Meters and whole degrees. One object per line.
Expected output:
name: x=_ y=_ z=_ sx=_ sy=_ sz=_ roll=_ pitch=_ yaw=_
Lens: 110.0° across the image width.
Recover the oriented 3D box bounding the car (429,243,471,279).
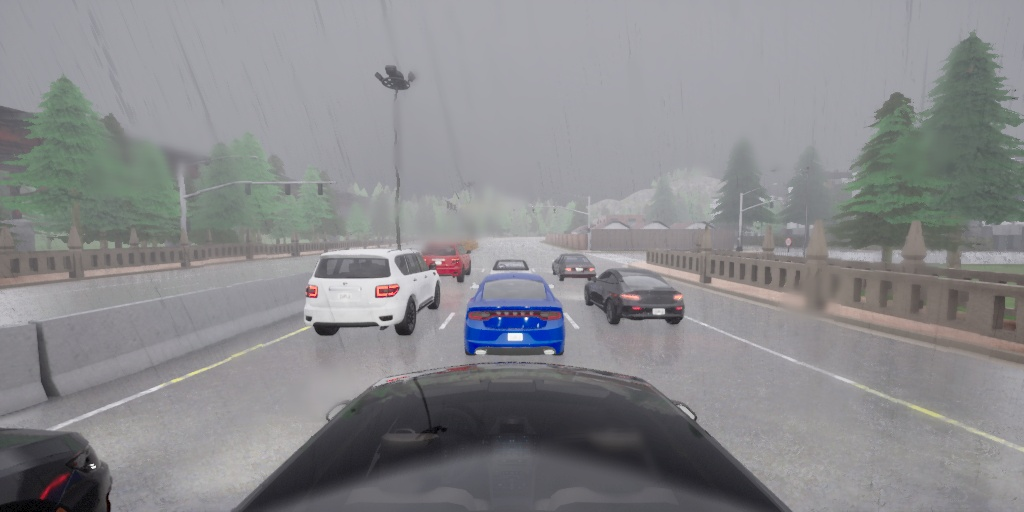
car: x=-3.593 y=0.263 z=20.041 sx=2.150 sy=2.045 sz=5.566 roll=0 pitch=4 yaw=-1

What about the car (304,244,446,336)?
car: x=-3.480 y=0.805 z=10.052 sx=2.150 sy=2.045 sz=5.566 roll=0 pitch=2 yaw=-1

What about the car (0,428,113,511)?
car: x=-3.389 y=1.254 z=0.166 sx=1.837 sy=1.490 sz=4.892 roll=0 pitch=0 yaw=-1

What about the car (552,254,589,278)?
car: x=3.418 y=0.569 z=20.480 sx=2.033 sy=1.411 sz=5.357 roll=0 pitch=3 yaw=0

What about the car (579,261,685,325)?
car: x=3.508 y=1.076 z=10.924 sx=1.812 sy=1.442 sz=4.674 roll=0 pitch=2 yaw=-1

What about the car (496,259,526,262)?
car: x=-0.064 y=0.799 z=17.469 sx=1.895 sy=1.301 sz=4.718 roll=0 pitch=3 yaw=-1

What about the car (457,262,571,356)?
car: x=0.035 y=1.116 z=8.420 sx=1.882 sy=1.535 sz=5.008 roll=0 pitch=2 yaw=0
